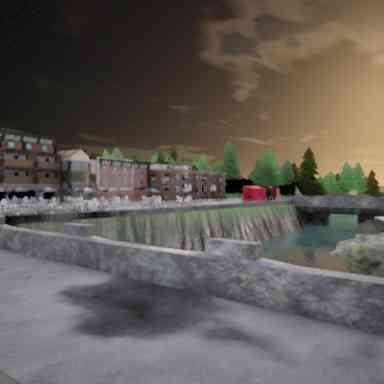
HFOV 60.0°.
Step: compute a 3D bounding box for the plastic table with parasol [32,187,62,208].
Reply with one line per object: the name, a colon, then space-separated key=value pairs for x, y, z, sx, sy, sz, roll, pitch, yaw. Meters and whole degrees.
plastic table with parasol: x=-17.519 y=0.615 z=40.212 sx=2.482 sy=2.480 sz=2.482 roll=1 pitch=0 yaw=36
